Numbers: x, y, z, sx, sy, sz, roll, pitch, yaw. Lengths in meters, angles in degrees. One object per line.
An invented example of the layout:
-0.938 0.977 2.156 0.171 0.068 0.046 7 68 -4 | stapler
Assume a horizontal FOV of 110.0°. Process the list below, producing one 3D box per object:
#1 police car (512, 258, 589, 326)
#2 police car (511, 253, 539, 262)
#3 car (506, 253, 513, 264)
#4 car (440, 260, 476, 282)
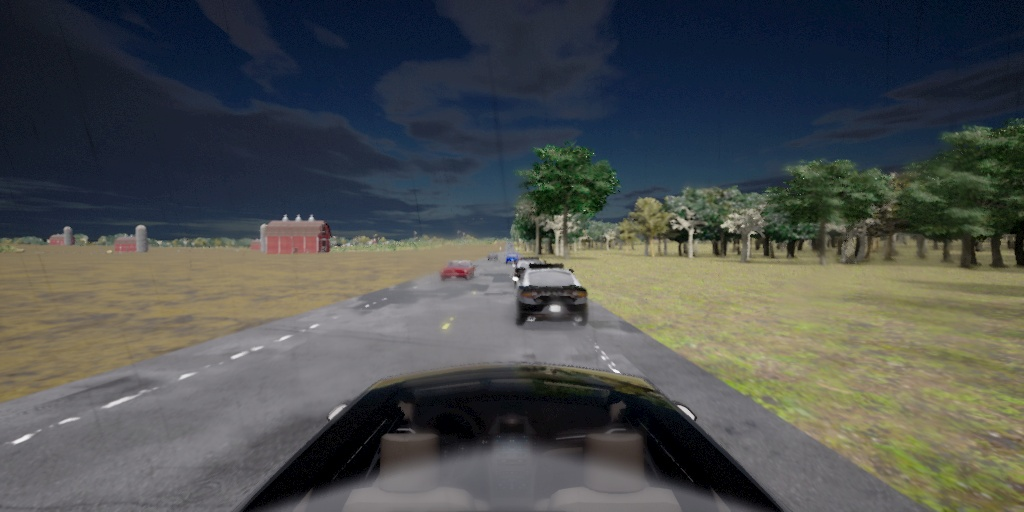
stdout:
1.048 1.021 11.202 1.930 1.638 5.238 0 1 0 | police car
1.048 0.856 21.202 1.930 1.638 5.238 0 1 0 | police car
0.057 0.351 52.296 1.882 1.535 5.008 0 1 0 | car
-3.596 0.979 24.333 1.895 1.301 4.718 0 1 0 | car
